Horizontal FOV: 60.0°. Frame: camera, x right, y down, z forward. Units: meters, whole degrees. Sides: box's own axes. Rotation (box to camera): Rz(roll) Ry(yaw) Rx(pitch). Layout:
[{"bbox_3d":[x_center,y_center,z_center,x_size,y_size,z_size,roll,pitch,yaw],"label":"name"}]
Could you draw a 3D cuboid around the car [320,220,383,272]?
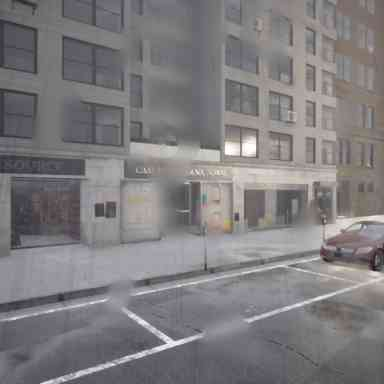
[{"bbox_3d":[5.907,1.582,10.778,4.206,1.307,1.802,0,0,-36],"label":"car"}]
